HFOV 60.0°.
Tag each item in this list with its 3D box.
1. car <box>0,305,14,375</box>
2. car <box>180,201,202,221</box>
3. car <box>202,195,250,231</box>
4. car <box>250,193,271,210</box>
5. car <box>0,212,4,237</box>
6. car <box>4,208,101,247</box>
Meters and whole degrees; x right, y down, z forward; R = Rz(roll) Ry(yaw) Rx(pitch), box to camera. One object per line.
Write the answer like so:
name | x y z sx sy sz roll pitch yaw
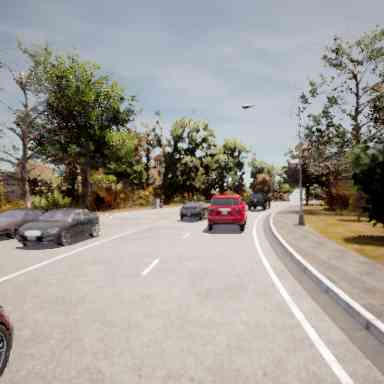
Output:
car | -3.239 1.518 2.338 1.812 1.442 4.674 0 0 2
car | 0.357 1.526 27.869 2.128 1.511 4.902 -1 0 14
car | 2.315 1.219 20.884 2.150 2.045 5.566 -1 0 11
car | 8.365 1.182 41.271 2.150 2.045 5.566 -1 0 22
car | -9.102 1.608 17.748 2.033 1.411 5.357 0 0 9
car | -5.867 1.525 15.295 2.128 1.511 4.902 0 0 8
